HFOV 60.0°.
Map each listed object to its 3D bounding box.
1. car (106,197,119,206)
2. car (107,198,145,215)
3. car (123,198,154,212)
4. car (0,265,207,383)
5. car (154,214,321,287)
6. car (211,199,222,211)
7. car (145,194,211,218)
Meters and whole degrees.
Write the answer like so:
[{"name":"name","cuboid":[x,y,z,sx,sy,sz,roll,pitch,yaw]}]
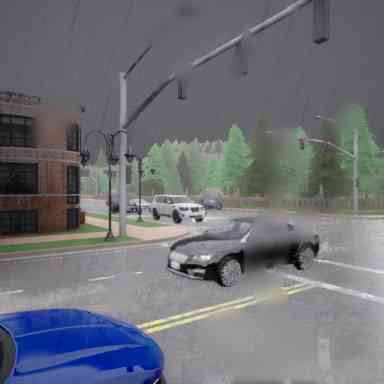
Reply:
[{"name":"car","cuboid":[-12.617,1.564,54.574,1.994,1.385,4.181,0,0,-35]},{"name":"car","cuboid":[-6.639,1.564,33.513,1.994,1.385,4.181,0,0,-34]},{"name":"car","cuboid":[-6.349,1.526,39.232,1.812,1.442,4.674,0,0,-35]},{"name":"car","cuboid":[-2.481,1.478,1.971,5.008,1.535,1.882,0,0,-36]},{"name":"car","cuboid":[1.609,1.491,9.394,4.902,1.511,2.128,0,0,-35]},{"name":"car","cuboid":[1.749,1.525,40.096,1.812,1.442,4.674,0,0,-35]},{"name":"car","cuboid":[-1.230,1.221,25.806,2.150,2.045,5.566,0,0,-33]}]
